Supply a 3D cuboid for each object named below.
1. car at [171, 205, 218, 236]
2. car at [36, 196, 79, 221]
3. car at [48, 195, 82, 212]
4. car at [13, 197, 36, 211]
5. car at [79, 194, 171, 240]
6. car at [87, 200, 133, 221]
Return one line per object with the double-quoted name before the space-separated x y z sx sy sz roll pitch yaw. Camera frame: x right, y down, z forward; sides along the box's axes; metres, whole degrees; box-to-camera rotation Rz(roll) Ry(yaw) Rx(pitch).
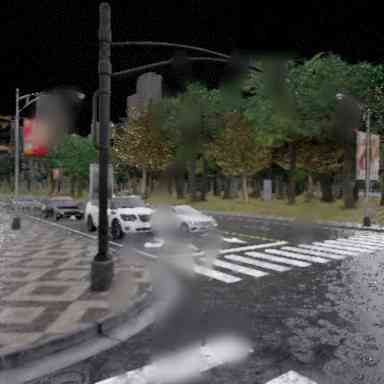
"car" -0.560 1.446 18.326 1.812 1.442 4.674 0 1 -36
"car" -9.885 1.317 25.219 2.033 1.411 5.357 0 1 -37
"car" -13.484 1.136 35.138 1.882 1.535 5.008 0 1 -38
"car" -17.164 1.222 34.558 1.895 1.301 4.718 0 1 -39
"car" -3.626 1.118 17.005 2.150 2.045 5.566 0 1 -37
"car" -6.525 1.363 26.150 1.994 1.385 4.181 0 1 -38
